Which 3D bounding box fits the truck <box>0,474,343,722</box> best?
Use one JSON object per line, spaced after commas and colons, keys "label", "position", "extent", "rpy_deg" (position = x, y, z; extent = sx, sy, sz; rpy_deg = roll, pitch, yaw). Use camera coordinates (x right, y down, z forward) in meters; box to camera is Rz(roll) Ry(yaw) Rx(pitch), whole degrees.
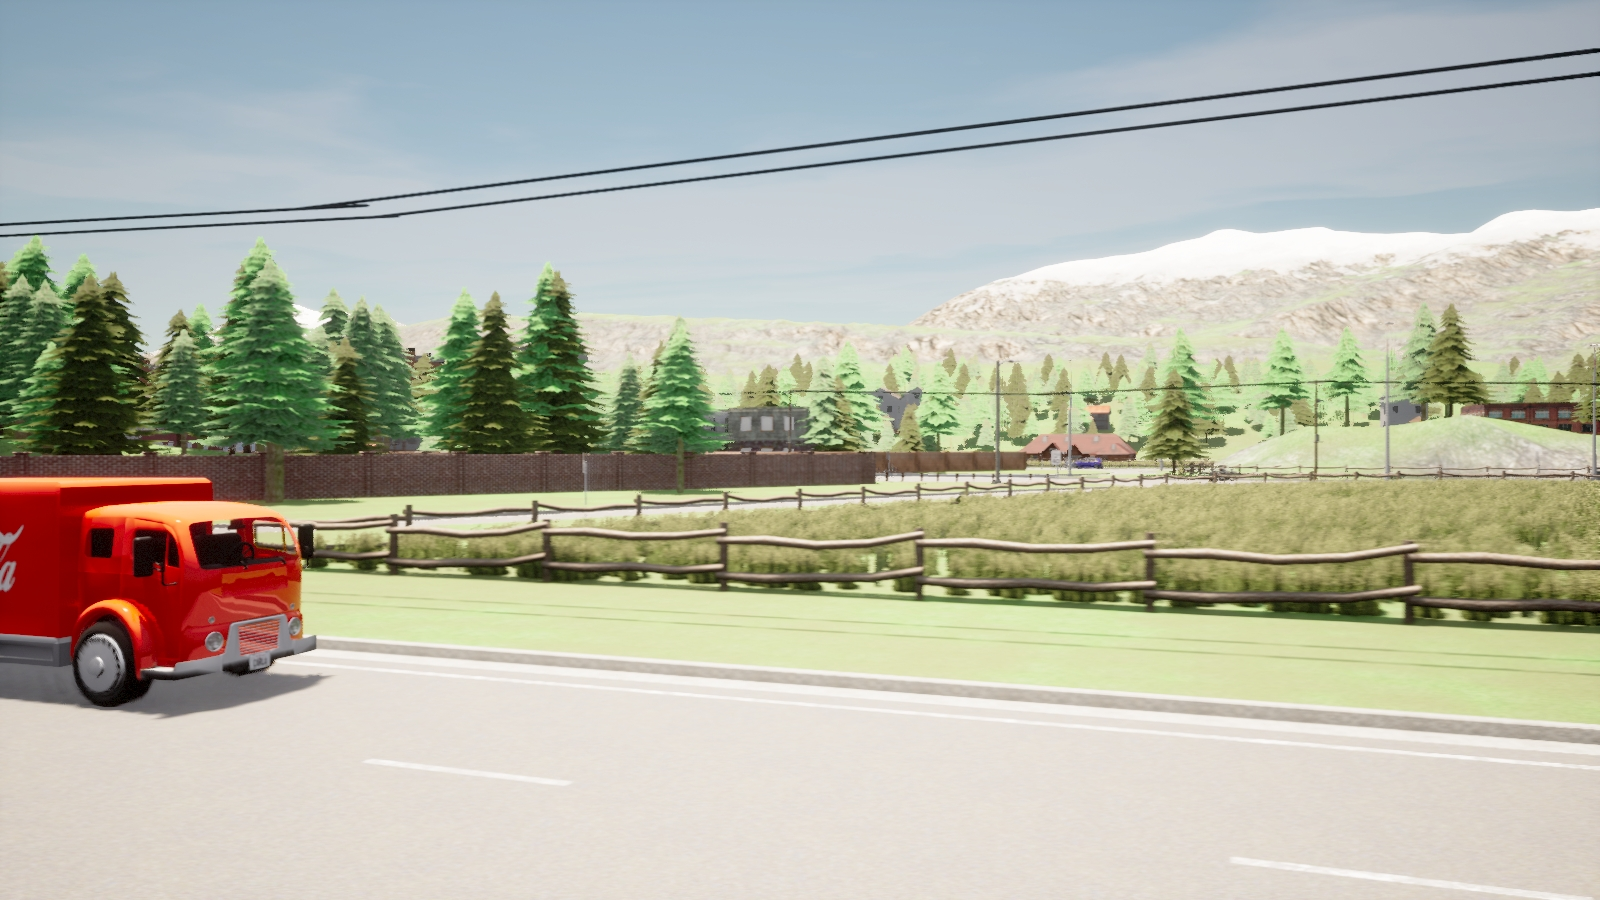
{"label": "truck", "position": [-8.580, 1.568, 13.870], "extent": [5.204, 2.467, 2.627], "rpy_deg": [0, 0, 20]}
